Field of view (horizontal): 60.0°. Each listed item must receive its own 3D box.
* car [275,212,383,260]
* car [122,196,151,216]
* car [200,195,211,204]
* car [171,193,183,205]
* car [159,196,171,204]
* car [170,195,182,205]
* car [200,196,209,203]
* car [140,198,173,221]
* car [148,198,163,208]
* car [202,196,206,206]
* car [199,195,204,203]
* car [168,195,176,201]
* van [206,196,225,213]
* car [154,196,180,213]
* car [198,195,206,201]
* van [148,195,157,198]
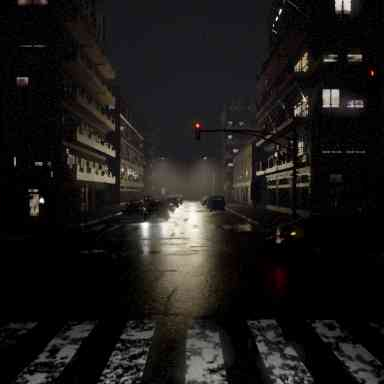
[{"bbox_3d":[5.250,1.435,11.469,4.674,1.442,1.812,-1,0,0],"label":"car"},{"bbox_3d":[-5.414,1.432,31.920,1.967,1.590,4.097,0,0,0],"label":"car"},{"bbox_3d":[2.627,1.419,65.401,1.967,1.590,4.097,0,0,0],"label":"car"},{"bbox_3d":[-2.747,1.204,57.591,2.150,2.045,5.566,0,0,1],"label":"car"},{"bbox_3d":[-5.253,1.523,65.409,1.887,1.381,4.507,0,0,0],"label":"car"},{"bbox_3d":[-2.795,1.512,46.948,1.812,1.442,4.674,0,0,0],"label":"car"},{"bbox_3d":[2.632,1.520,70.983,1.887,1.381,4.507,0,0,0],"label":"car"},{"bbox_3d":[-2.812,1.519,27.390,1.812,1.442,4.674,0,0,-1],"label":"car"},{"bbox_3d":[-5.317,1.568,48.665,1.802,1.307,4.206,0,0,0],"label":"car"},{"bbox_3d":[2.701,1.533,43.077,1.887,1.381,4.507,0,0,0],"label":"car"},{"bbox_3d":[2.619,1.550,54.239,1.947,1.339,4.313,0,0,0],"label":"car"},{"bbox_3d":[-5.233,1.512,87.735,2.008,1.369,4.403,0,0,0],"label":"car"},{"bbox_3d":[2.730,1.331,36.873,1.690,1.788,3.998,0,0,0],"label":"van"},{"bbox_3d":[-2.814,1.537,37.036,2.033,1.411,5.357,0,0,0],"label":"car"},{"bbox_3d":[2.648,1.527,87.728,1.947,1.339,4.313,0,0,0],"label":"car"},{"bbox_3d":[-5.369,1.329,43.084,1.690,1.788,3.998,0,0,0],"label":"van"}]
